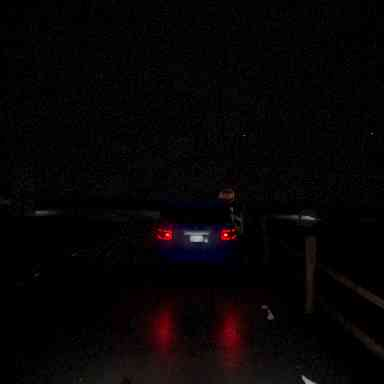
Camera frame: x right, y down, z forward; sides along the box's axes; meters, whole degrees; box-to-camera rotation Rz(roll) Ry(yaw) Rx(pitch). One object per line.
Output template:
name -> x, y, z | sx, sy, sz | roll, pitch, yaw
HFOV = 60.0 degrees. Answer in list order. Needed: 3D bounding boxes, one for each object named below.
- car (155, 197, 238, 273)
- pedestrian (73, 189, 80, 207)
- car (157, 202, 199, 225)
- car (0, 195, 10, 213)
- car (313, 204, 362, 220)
car -> 0.124, 1.167, 10.584 | 2.150, 2.045, 5.566 | 0, 1, 0
pedestrian -> -11.954, 0.620, 34.379 | 0.375, 1.860, 0.375 | 0, 1, 0
car -> -1.153, 1.473, 24.221 | 1.895, 1.301, 4.718 | 0, 0, -18
car -> -16.800, 0.936, 28.454 | 4.674, 1.442, 1.812 | 2, 3, 0
car -> 13.630, 1.807, 31.182 | 4.181, 1.385, 1.994 | 2, 3, 1
